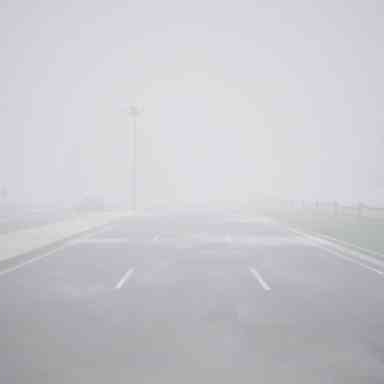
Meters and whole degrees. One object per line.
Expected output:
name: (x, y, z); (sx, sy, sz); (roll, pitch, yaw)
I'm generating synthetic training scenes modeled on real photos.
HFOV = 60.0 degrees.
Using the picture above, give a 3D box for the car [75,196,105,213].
car: (-11.433, 1.301, 37.533); (2.097, 1.767, 4.553); (0, 0, 1)
